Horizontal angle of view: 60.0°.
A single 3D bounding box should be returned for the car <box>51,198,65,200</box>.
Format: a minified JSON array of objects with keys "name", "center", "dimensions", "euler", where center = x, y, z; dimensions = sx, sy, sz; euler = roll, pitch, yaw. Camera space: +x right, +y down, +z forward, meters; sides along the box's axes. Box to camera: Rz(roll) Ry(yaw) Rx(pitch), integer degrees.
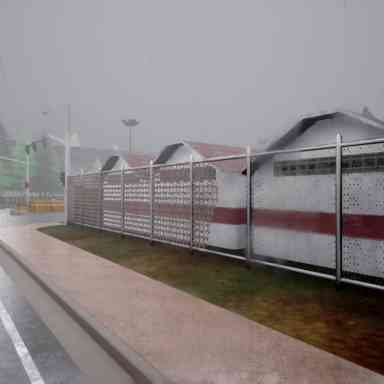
[{"name":"car","center":[-17.132,1.505,42.327],"dimensions":[4.892,1.490,1.837],"euler":[0,0,-38]}]
